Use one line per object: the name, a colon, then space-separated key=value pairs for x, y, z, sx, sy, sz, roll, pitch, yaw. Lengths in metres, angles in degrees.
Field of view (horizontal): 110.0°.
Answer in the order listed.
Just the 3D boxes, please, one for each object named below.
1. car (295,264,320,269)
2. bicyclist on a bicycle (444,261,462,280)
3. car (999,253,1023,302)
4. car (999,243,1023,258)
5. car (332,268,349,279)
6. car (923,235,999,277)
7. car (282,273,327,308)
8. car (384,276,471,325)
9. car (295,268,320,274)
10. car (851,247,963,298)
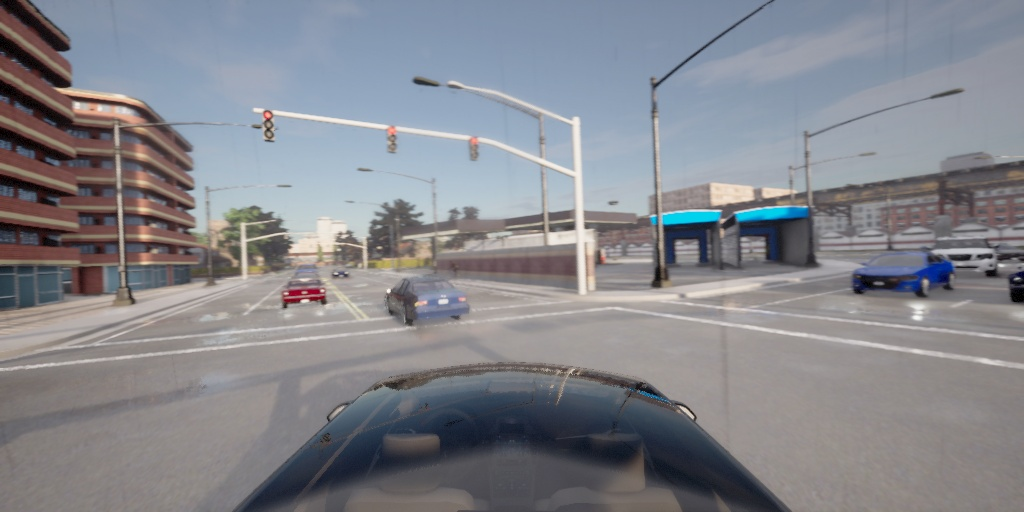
car: x=-23.105 y=1.889 z=40.573 sx=2.150 sy=2.045 sz=5.566 roll=-2 pitch=0 yaw=-30
bicyclist on a bicycle: x=-5.094 y=1.234 z=30.946 sx=1.656 sy=1.620 sz=0.582 roll=-3 pitch=0 yaw=-29
car: x=16.762 y=0.659 z=10.716 sx=4.718 sy=1.301 sz=1.895 roll=-2 pitch=0 yaw=-29
car: x=36.574 y=-0.257 z=27.211 sx=2.033 sy=1.411 sz=5.357 roll=-2 pitch=0 yaw=34
car: x=-22.452 y=2.226 z=46.808 sx=1.895 sy=1.301 sz=4.718 roll=-2 pitch=0 yaw=-29
car: x=24.167 y=-0.048 z=19.272 sx=5.566 sy=2.045 sz=2.150 roll=-2 pitch=0 yaw=-37
car: x=-10.598 y=1.788 z=18.374 sx=1.895 sy=1.301 sz=4.718 roll=-2 pitch=0 yaw=-29
car: x=-3.179 y=1.431 z=12.630 sx=2.033 sy=1.411 sz=5.357 roll=-2 pitch=0 yaw=-28
car: x=-15.601 y=1.904 z=27.245 sx=1.812 sy=1.442 sz=4.674 roll=-2 pitch=0 yaw=-29
car: x=15.026 y=0.602 z=13.764 sx=5.008 sy=1.535 sz=1.882 roll=-2 pitch=0 yaw=-29
